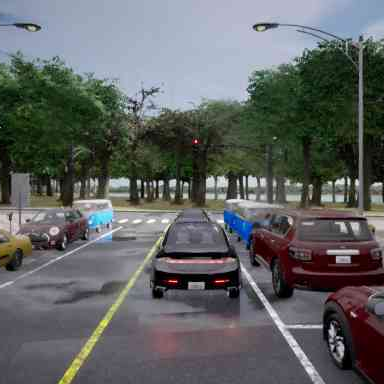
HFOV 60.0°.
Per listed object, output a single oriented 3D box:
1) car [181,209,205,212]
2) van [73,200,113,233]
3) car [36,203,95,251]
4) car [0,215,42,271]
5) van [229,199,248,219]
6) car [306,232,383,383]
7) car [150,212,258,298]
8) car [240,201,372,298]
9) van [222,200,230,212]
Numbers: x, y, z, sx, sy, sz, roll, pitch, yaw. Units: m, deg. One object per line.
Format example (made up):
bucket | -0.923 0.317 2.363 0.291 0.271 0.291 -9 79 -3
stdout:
car | 0.045 1.565 17.399 1.994 1.385 4.181 0 0 1
van | -5.777 1.343 19.320 1.690 1.788 3.998 0 0 0
car | -5.774 1.441 13.882 1.967 1.590 4.097 0 0 0
car | -5.770 1.526 8.275 1.752 1.417 4.829 0 0 0
van | 2.751 1.342 13.888 1.690 1.788 3.998 0 0 0
car | 2.759 1.440 3.012 1.967 1.590 4.097 0 0 0
car | 0.084 1.492 8.480 2.128 1.511 4.902 0 0 0
car | 2.755 1.315 8.450 2.192 1.841 5.009 0 0 0
van | 2.748 1.343 19.325 1.690 1.788 3.998 0 0 0
